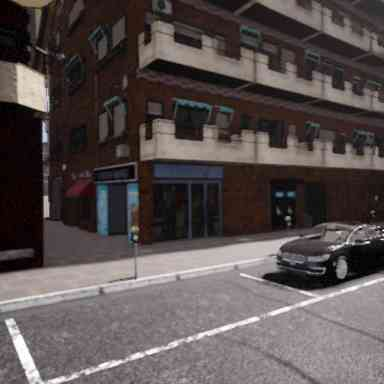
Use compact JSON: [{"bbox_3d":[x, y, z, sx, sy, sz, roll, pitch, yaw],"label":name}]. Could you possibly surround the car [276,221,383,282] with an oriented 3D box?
[{"bbox_3d":[4.301,1.545,9.605,4.403,1.369,2.008,0,-1,-35],"label":"car"}]
